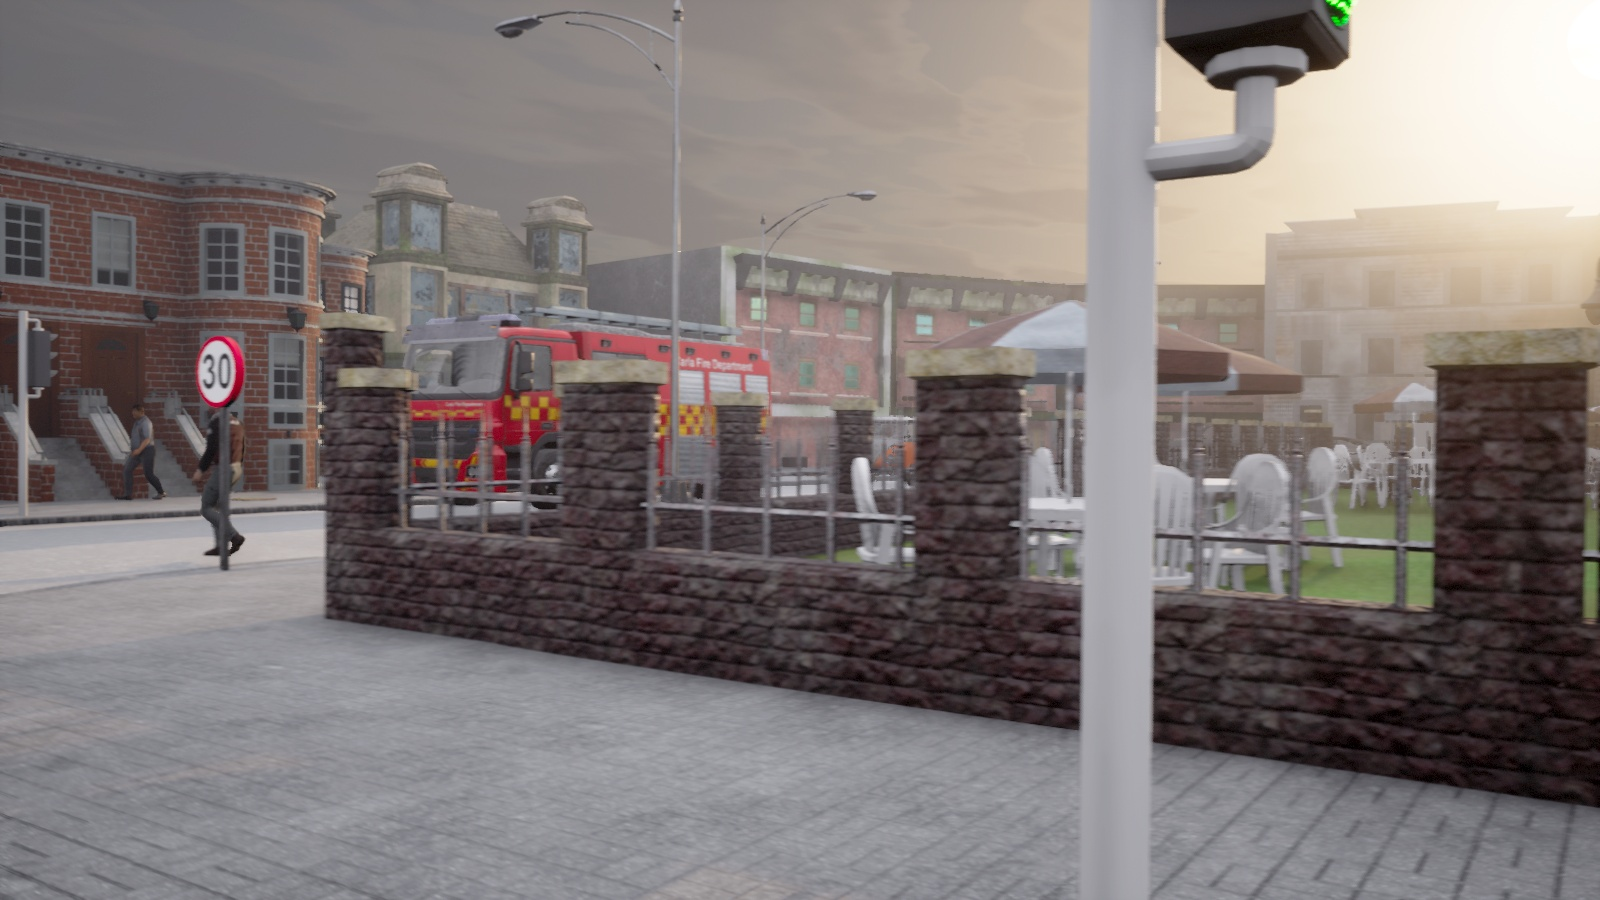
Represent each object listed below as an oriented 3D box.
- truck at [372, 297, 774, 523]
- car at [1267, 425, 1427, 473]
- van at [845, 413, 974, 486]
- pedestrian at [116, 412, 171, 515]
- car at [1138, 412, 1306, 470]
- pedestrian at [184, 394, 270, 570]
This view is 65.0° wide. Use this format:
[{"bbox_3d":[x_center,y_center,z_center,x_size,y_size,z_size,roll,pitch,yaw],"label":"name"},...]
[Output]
[{"bbox_3d":[-4.183,-0.742,25.519,2.891,3.827,8.468,0,1,34],"label":"truck"},{"bbox_3d":[17.957,-0.047,41.427,4.514,1.525,2.007,0,1,12],"label":"car"},{"bbox_3d":[3.273,-0.044,36.706,1.775,1.987,4.442,0,1,34],"label":"van"},{"bbox_3d":[-12.050,0.238,23.050,0.540,1.848,0.694,0,1,32],"label":"pedestrian"},{"bbox_3d":[15.430,-0.317,46.200,5.566,2.045,2.150,0,1,8],"label":"car"},{"bbox_3d":[-6.153,0.340,13.492,0.720,1.854,0.376,0,1,9],"label":"pedestrian"}]
